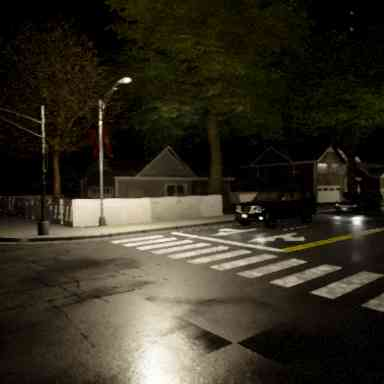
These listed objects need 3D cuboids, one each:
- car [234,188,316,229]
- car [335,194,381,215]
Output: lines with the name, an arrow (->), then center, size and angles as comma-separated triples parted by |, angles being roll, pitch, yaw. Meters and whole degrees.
car -> 4.882, 0.831, 19.132 | 5.566, 2.045, 2.150 | -2, 1, -39
car -> 12.807, 0.890, 25.464 | 4.674, 1.442, 1.812 | -2, 1, -38
